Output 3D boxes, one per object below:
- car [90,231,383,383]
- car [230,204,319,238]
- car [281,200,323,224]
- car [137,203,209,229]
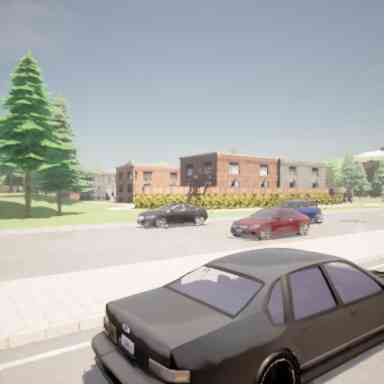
[{"bbox_3d":[1.408,1.546,4.748,5.357,1.411,2.033,0,0,-36],"label":"car"},{"bbox_3d":[4.047,1.521,16.681,4.674,1.442,1.812,0,0,-36],"label":"car"},{"bbox_3d":[7.008,1.344,23.072,4.553,1.767,2.097,0,0,-35],"label":"car"},{"bbox_3d":[-1.158,1.488,21.580,4.902,1.511,2.128,0,0,-35],"label":"car"}]
